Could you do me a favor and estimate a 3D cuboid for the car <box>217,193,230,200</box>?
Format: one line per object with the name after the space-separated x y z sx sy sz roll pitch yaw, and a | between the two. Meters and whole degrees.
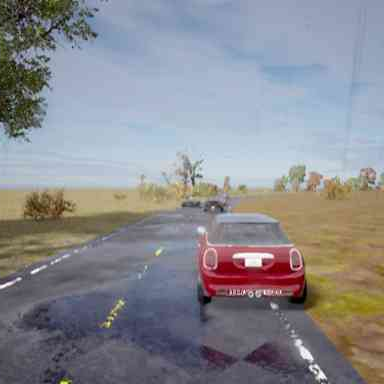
7.115 0.928 74.310 2.128 1.511 4.902 0 0 15 | car

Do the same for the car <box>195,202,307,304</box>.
1.197 1.294 8.217 2.097 1.767 4.553 0 0 2 | car

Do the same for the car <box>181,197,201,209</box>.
-0.099 1.311 39.977 1.895 1.301 4.718 0 0 8 | car

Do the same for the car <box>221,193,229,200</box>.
3.718 1.218 44.892 2.033 1.411 5.357 0 0 11 | car

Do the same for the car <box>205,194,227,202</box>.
2.387 1.252 34.813 1.837 1.490 4.892 0 0 8 | car
